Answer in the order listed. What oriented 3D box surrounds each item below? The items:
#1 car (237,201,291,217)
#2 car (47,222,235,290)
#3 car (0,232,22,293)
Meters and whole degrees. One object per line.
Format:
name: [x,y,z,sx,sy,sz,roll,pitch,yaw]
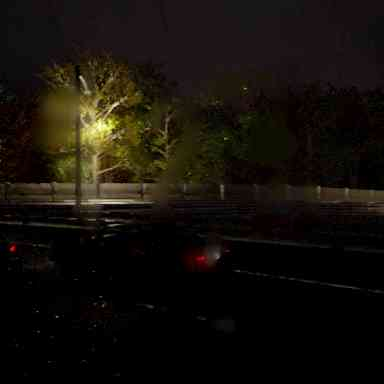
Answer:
car: [6.521,1.505,30.480,4.718,1.301,1.895,0,0,-18]
car: [-1.555,1.524,8.985,5.357,1.411,2.033,0,0,32]
car: [-5.960,1.344,7.468,4.553,1.767,2.097,0,0,31]
